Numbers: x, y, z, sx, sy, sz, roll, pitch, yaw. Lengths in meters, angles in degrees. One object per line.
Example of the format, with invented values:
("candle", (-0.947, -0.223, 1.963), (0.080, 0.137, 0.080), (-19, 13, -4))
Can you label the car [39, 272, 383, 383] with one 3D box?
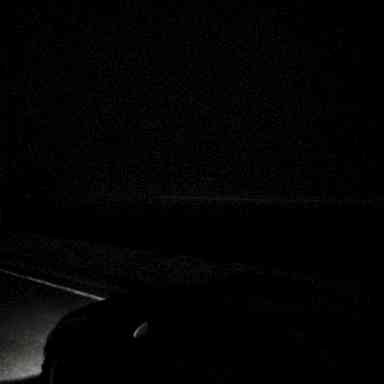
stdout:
("car", (0.365, 1.557, 3.302), (4.181, 1.385, 1.994), (0, 0, 36))
